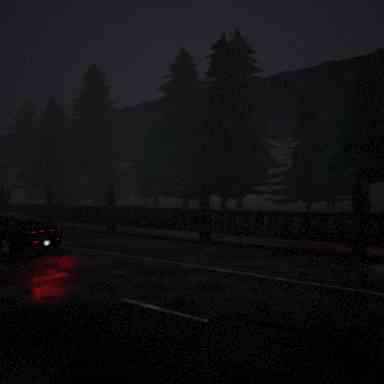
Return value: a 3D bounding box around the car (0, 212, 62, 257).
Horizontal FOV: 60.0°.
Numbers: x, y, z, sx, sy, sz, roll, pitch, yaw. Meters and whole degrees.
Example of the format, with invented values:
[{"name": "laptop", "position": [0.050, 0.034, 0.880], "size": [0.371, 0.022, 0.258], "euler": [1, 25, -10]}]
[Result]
[{"name": "car", "position": [-7.197, 1.584, 13.393], "size": [4.892, 1.490, 1.837], "euler": [0, 0, 36]}]
